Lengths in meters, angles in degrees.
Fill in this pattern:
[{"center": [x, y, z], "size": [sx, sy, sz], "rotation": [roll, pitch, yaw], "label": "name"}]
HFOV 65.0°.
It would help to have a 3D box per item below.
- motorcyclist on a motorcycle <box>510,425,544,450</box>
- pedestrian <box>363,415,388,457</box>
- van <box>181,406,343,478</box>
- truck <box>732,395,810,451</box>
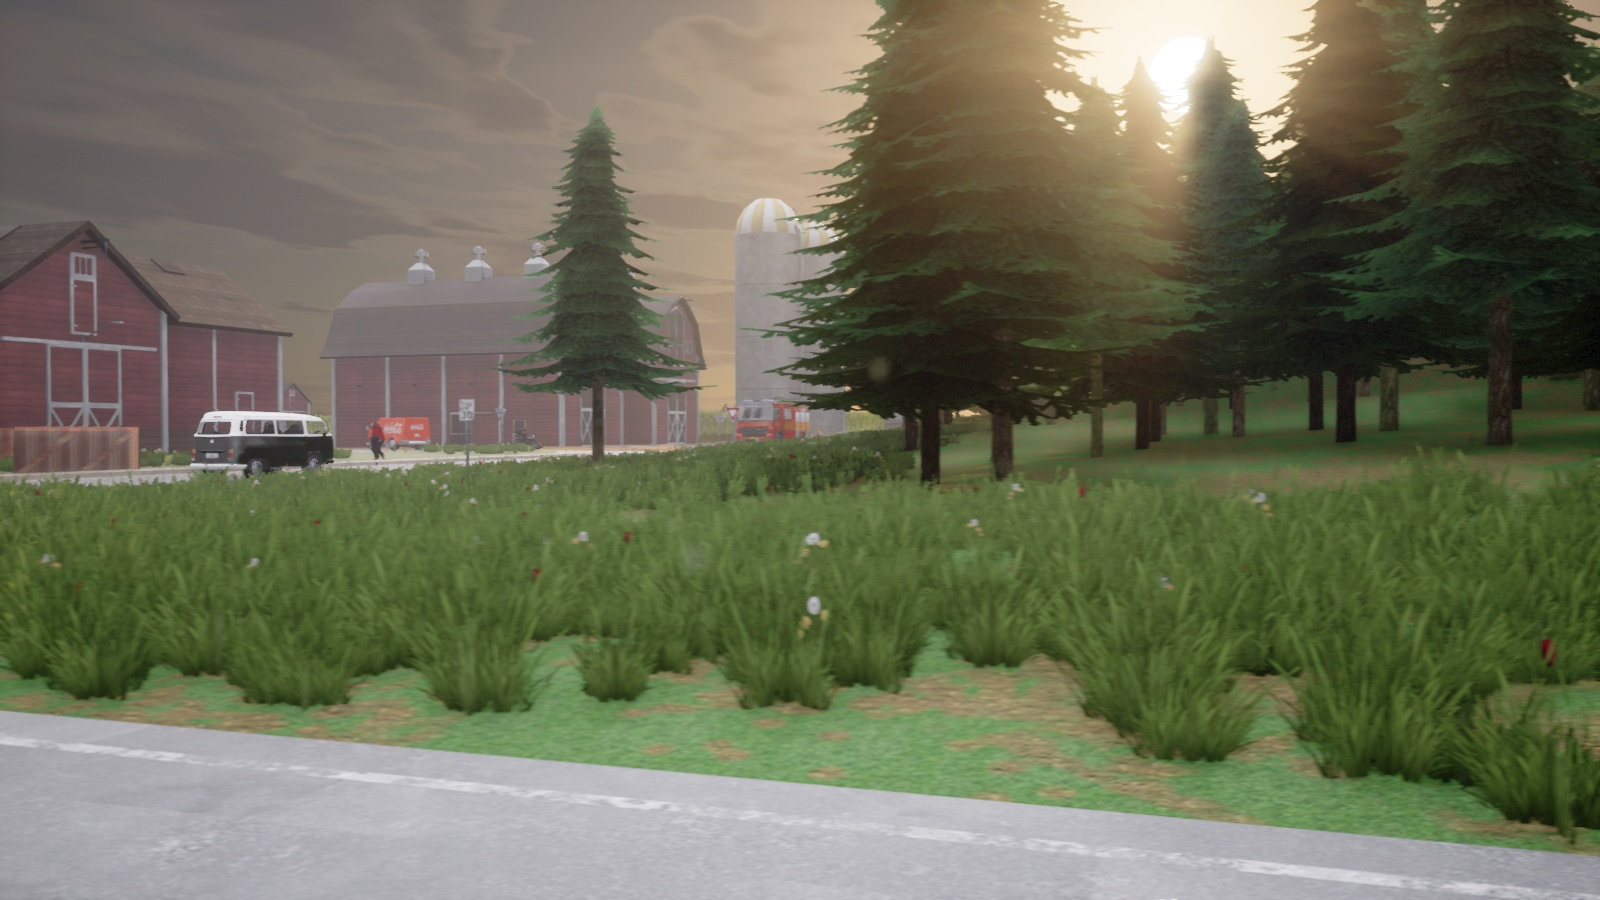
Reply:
[{"center": [-17.866, -0.824, 82.190], "size": [2.350, 1.649, 0.766], "rotation": [1, 1, 36], "label": "motorcyclist on a motorcycle"}, {"center": [-18.717, -0.616, 55.389], "size": [0.634, 1.844, 0.899], "rotation": [1, 1, 24], "label": "pedestrian"}, {"center": [-16.268, -0.264, 38.242], "size": [2.069, 2.038, 4.480], "rotation": [1, 1, 19], "label": "van"}, {"center": [-1.990, -1.949, 91.370], "size": [2.891, 3.827, 8.468], "rotation": [1, 1, 19], "label": "truck"}]
